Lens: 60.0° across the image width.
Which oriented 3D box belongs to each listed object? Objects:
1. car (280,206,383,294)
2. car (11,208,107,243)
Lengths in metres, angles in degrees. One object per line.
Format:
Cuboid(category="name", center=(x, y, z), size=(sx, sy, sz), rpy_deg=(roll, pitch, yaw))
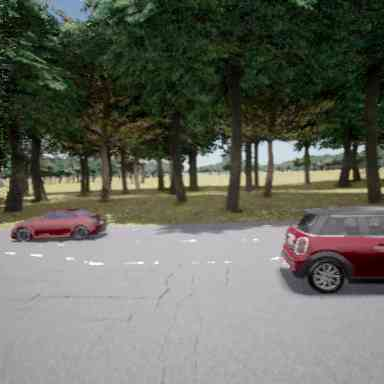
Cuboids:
Cuboid(category="car", center=(4.433, 1.120, 7.604), size=(4.553, 1.767, 2.097), rpy_deg=(-1, 2, 6))
Cuboid(category="car", center=(-6.178, 1.493, 15.649), size=(4.181, 1.385, 1.994), rpy_deg=(-3, 2, 5))
